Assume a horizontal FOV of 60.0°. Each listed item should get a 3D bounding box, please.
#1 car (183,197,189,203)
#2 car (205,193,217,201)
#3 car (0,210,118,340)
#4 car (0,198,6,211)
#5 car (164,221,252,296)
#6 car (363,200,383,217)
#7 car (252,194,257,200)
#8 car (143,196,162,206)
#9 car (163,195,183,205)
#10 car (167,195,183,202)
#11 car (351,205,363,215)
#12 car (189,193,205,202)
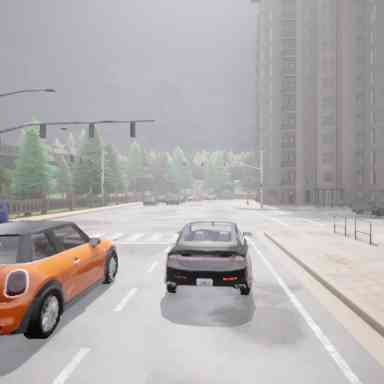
[{"bbox_3d":[-2.454,1.553,67.895,2.033,1.411,5.357,0,0,8],"label":"car"},{"bbox_3d":[4.310,1.218,89.334,2.150,2.045,5.566,0,0,43],"label":"car"},{"bbox_3d":[-3.079,1.352,6.774,2.097,1.767,4.553,0,0,4],"label":"car"},{"bbox_3d":[-9.828,1.222,13.421,2.150,2.045,5.566,0,0,4],"label":"car"},{"bbox_3d":[0.529,1.493,8.708,2.128,1.511,4.902,0,0,7],"label":"car"},{"bbox_3d":[18.336,1.562,29.433,4.892,1.490,1.837,0,0,3],"label":"car"},{"bbox_3d":[18.816,1.363,90.888,4.553,1.767,2.097,0,0,-20],"label":"car"},{"bbox_3d":[-6.939,1.552,56.408,2.033,1.411,5.357,0,0,4],"label":"car"},{"bbox_3d":[-3.272,1.357,58.398,2.097,1.767,4.553,0,0,3],"label":"car"},{"bbox_3d":[-3.935,1.484,76.481,1.882,1.535,5.008,0,0,20],"label":"car"},{"bbox_3d":[18.470,1.563,33.115,4.892,1.490,1.837,0,0,3],"label":"car"},{"bbox_3d":[0.508,1.484,77.955,1.882,1.535,5.008,0,0,25],"label":"car"}]
